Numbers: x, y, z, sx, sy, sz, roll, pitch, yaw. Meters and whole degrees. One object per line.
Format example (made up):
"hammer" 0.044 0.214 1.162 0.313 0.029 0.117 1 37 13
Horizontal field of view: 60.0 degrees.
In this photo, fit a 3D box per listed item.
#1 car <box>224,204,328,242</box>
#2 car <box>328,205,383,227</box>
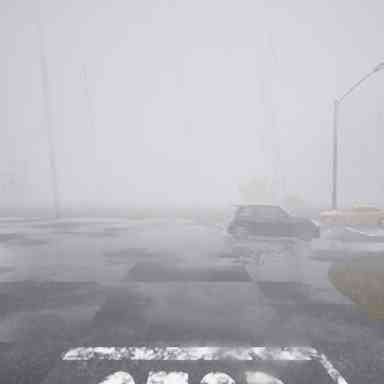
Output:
"car" 3.932 1.407 16.577 4.553 1.767 2.097 1 0 1
"car" 11.626 1.658 23.501 5.008 1.535 1.882 0 1 0
